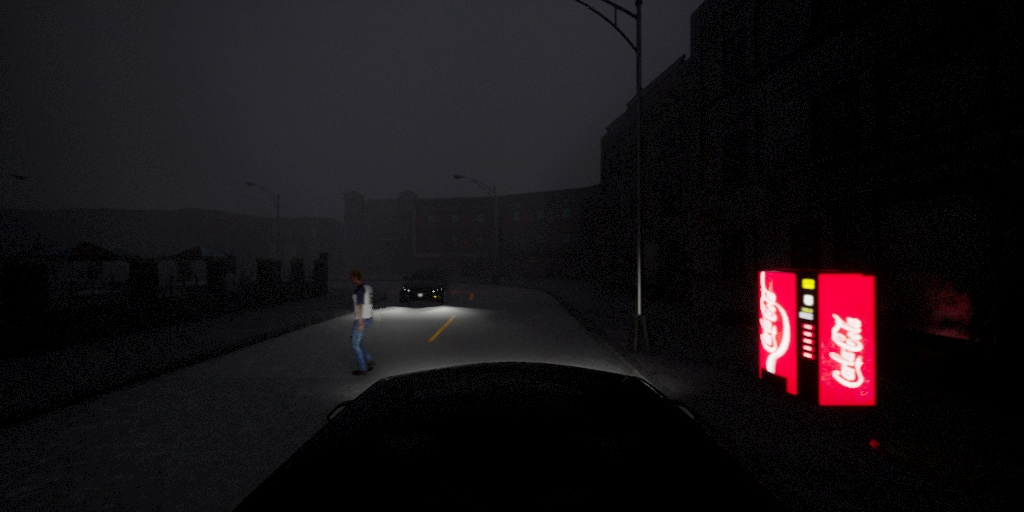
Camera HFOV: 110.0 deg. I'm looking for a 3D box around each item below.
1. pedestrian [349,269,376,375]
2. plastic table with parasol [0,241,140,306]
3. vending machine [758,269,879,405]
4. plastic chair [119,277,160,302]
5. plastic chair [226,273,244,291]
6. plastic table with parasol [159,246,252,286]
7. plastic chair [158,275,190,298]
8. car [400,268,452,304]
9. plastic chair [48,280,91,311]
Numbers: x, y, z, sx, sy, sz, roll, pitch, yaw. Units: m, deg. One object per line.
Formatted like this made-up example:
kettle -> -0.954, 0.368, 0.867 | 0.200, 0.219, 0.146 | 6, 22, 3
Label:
pedestrian -> -2.570, 1.071, 6.090 | 0.375, 1.860, 0.375 | 0, 0, 0
plastic table with parasol -> -13.051, 0.793, 10.867 | 2.482, 2.480, 2.482 | 0, 0, -40
vending machine -> 4.302, 1.186, 5.135 | 1.100, 2.100, 0.880 | 0, 0, 0
plastic chair -> -12.029, 1.402, 11.602 | 0.730, 1.272, 0.750 | 0, 0, -40
plastic chair -> -12.013, 1.424, 15.116 | 0.730, 1.272, 0.750 | 0, 0, 0
plastic table with parasol -> -13.266, 0.821, 15.216 | 2.482, 2.480, 2.482 | 0, 0, 0
plastic chair -> -13.351, 1.417, 13.974 | 0.750, 1.272, 0.730 | 0, 0, 0
car -> -3.905, 1.351, 17.025 | 1.837, 1.490, 4.892 | 3, 0, -4
plastic chair -> -12.320, 1.391, 9.867 | 0.750, 1.272, 0.730 | 0, 0, -40
